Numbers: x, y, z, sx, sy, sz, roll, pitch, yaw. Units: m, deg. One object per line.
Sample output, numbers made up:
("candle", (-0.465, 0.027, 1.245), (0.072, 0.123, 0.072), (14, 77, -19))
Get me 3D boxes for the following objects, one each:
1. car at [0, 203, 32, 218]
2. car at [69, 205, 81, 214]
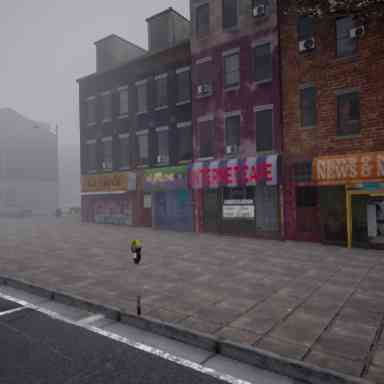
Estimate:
("car", (-16.208, 1.630, 28.922), (1.994, 1.385, 4.181), (-2, -1, 36))
("car", (-10.756, 1.608, 36.514), (2.033, 1.411, 5.357), (-2, -1, 35))
